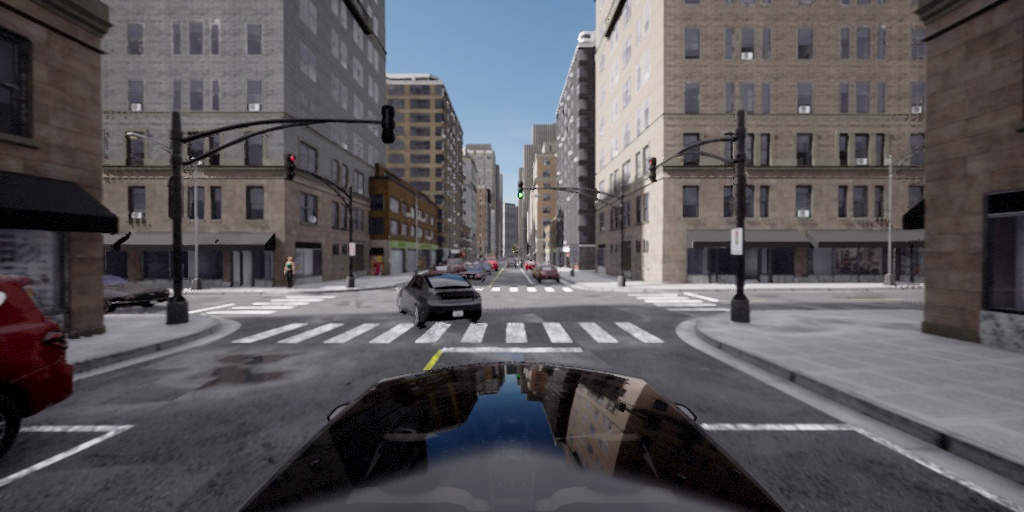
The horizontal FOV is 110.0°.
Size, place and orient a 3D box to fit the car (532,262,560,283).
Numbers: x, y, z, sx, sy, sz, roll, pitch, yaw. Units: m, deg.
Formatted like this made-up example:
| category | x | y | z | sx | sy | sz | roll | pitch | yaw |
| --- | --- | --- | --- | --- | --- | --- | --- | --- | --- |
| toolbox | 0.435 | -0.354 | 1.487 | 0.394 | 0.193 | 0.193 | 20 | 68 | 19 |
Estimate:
| category | x | y | z | sx | sy | sz | roll | pitch | yaw |
| --- | --- | --- | --- | --- | --- | --- | --- | --- | --- |
| car | 2.850 | 1.394 | 28.749 | 1.802 | 1.307 | 4.207 | 0 | 0 | 0 |

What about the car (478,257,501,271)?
| category | x | y | z | sx | sy | sz | roll | pitch | yaw |
| --- | --- | --- | --- | --- | --- | --- | --- | --- | --- |
| car | -3.050 | 1.100 | 50.032 | 2.150 | 2.045 | 5.566 | 0 | 0 | 0 |

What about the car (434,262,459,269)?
| category | x | y | z | sx | sy | sz | roll | pitch | yaw |
| --- | --- | --- | --- | --- | --- | --- | --- | --- | --- |
| car | -5.676 | 1.395 | 28.719 | 1.802 | 1.307 | 4.207 | 0 | 0 | 0 |

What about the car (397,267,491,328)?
| category | x | y | z | sx | sy | sz | roll | pitch | yaw |
| --- | --- | --- | --- | --- | --- | --- | --- | --- | --- |
| car | -2.527 | 1.307 | 11.839 | 1.837 | 1.490 | 4.892 | 0 | 0 | -26 |

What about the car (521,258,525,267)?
| category | x | y | z | sx | sy | sz | roll | pitch | yaw |
| --- | --- | --- | --- | --- | --- | --- | --- | --- | --- |
| car | 2.844 | 1.340 | 56.564 | 1.967 | 1.591 | 4.097 | 0 | 0 | 0 |

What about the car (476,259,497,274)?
| category | x | y | z | sx | sy | sz | roll | pitch | yaw |
| --- | --- | --- | --- | --- | --- | --- | --- | --- | --- |
| car | -3.101 | 1.392 | 39.561 | 2.033 | 1.411 | 5.357 | 0 | 0 | 0 |

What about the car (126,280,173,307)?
| category | x | y | z | sx | sy | sz | roll | pitch | yaw |
| --- | --- | --- | --- | --- | --- | --- | --- | --- | --- |
| car | -16.651 | 1.424 | 13.996 | 5.357 | 1.411 | 2.033 | 0 | 1 | 0 |

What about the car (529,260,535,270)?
| category | x | y | z | sx | sy | sz | roll | pitch | yaw |
| --- | --- | --- | --- | --- | --- | --- | --- | --- | --- |
| car | 2.848 | 1.354 | 34.482 | 1.751 | 1.417 | 4.829 | 0 | 0 | 0 |

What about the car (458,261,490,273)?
| category | x | y | z | sx | sy | sz | roll | pitch | yaw |
| --- | --- | --- | --- | --- | --- | --- | --- | --- | --- |
| car | -3.106 | 1.378 | 29.134 | 1.994 | 1.385 | 4.181 | 0 | 0 | 0 |

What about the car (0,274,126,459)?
| category | x | y | z | sx | sy | sz | roll | pitch | yaw |
| --- | --- | --- | --- | --- | --- | --- | --- | --- | --- |
| car | -5.669 | 1.065 | 1.720 | 2.192 | 1.841 | 5.009 | 0 | 0 | 0 |

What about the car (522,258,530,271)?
| category | x | y | z | sx | sy | sz | roll | pitch | yaw |
| --- | --- | --- | --- | --- | --- | --- | --- | --- | --- |
| car | 2.845 | 1.426 | 51.001 | 1.888 | 1.381 | 4.507 | 0 | 0 | 0 |

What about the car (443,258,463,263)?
| category | x | y | z | sx | sy | sz | roll | pitch | yaw |
| --- | --- | --- | --- | --- | --- | --- | --- | --- | --- |
| car | -5.677 | 1.143 | 34.284 | 2.192 | 1.841 | 5.009 | 0 | 0 | 0 |

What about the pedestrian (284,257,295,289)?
| category | x | y | z | sx | sy | sz | roll | pitch | yaw |
| --- | --- | --- | --- | --- | --- | --- | --- | --- | --- |
| pedestrian | -12.550 | 0.937 | 20.245 | 0.375 | 1.860 | 0.375 | 0 | 1 | 0 |
